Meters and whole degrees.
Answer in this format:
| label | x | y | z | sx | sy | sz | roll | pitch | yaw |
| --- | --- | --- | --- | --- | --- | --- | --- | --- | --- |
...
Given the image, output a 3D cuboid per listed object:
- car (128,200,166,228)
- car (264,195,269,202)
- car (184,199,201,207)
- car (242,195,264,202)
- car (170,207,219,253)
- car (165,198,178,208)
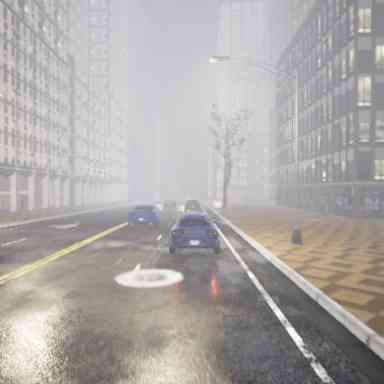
| label | x | y | z | sx | sy | sz | roll | pitch | yaw |
| --- | --- | --- | --- | --- | --- | --- | --- | --- | --- |
| car | -3.169 | 1.557 | 23.173 | 1.882 | 1.535 | 5.008 | 0 | 0 | 0 |
| car | 21.475 | 1.815 | 88.478 | 5.009 | 1.841 | 2.192 | 0 | 0 | 3 |
| car | 0.066 | 1.631 | 40.916 | 1.882 | 1.535 | 5.008 | 0 | 0 | 0 |
| car | 15.920 | 1.805 | 88.671 | 5.009 | 1.841 | 2.192 | 0 | 0 | 3 |
| car | 0.089 | 1.570 | 13.716 | 1.812 | 1.442 | 4.674 | 0 | 0 | 0 |
| car | -3.190 | 1.681 | 48.941 | 2.128 | 1.511 | 4.902 | 0 | 0 | 0 |
